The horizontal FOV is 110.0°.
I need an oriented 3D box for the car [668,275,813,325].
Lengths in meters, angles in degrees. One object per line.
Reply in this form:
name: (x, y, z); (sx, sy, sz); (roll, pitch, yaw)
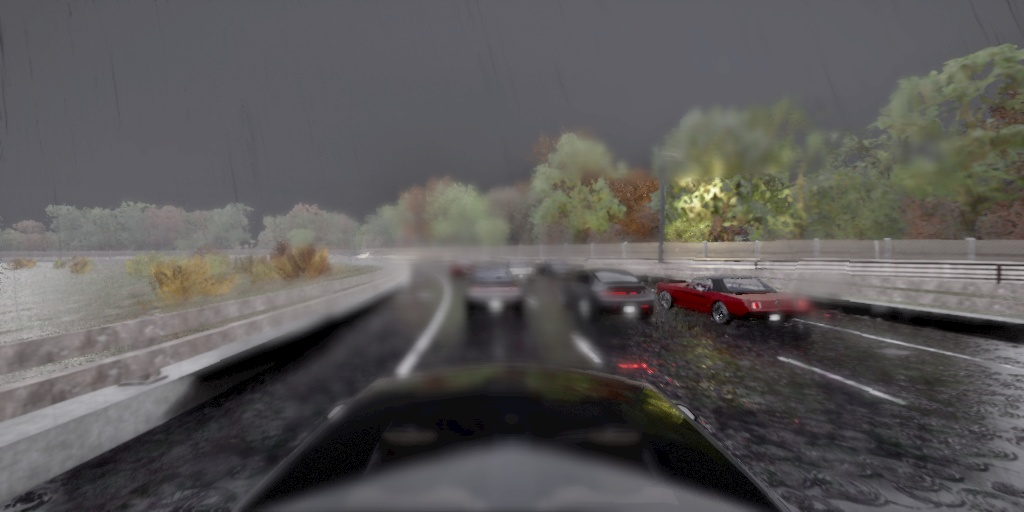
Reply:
car: (6.469, 1.248, 11.258); (1.895, 1.301, 4.718); (0, 0, -5)

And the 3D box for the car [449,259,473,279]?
car: (-4.005, 1.020, 29.321); (1.882, 1.535, 5.008); (0, 0, -15)

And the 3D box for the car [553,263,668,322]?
car: (2.881, 1.161, 11.810); (1.837, 1.490, 4.892); (0, 0, -6)

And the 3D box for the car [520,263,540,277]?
car: (0.274, 1.147, 26.732); (1.895, 1.301, 4.718); (0, 0, -13)

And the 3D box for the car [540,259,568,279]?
car: (3.353, 1.008, 28.829); (2.128, 1.511, 4.902); (0, 0, -14)

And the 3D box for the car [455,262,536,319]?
car: (-0.710, 1.157, 12.530); (2.128, 1.511, 4.902); (0, 0, -6)
